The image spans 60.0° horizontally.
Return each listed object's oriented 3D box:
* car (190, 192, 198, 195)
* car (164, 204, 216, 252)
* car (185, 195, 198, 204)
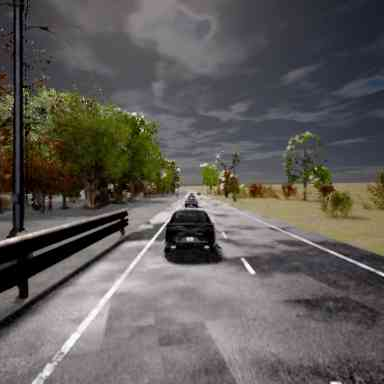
[{"bbox_3d":[-0.093,1.389,81.492,1.994,1.385,4.181,0,0,0],"label":"car"},{"bbox_3d":[-0.068,1.460,13.860,1.882,1.535,5.008,0,0,0],"label":"car"},{"bbox_3d":[-0.082,1.518,48.926,1.895,1.301,4.718,0,0,0],"label":"car"}]
